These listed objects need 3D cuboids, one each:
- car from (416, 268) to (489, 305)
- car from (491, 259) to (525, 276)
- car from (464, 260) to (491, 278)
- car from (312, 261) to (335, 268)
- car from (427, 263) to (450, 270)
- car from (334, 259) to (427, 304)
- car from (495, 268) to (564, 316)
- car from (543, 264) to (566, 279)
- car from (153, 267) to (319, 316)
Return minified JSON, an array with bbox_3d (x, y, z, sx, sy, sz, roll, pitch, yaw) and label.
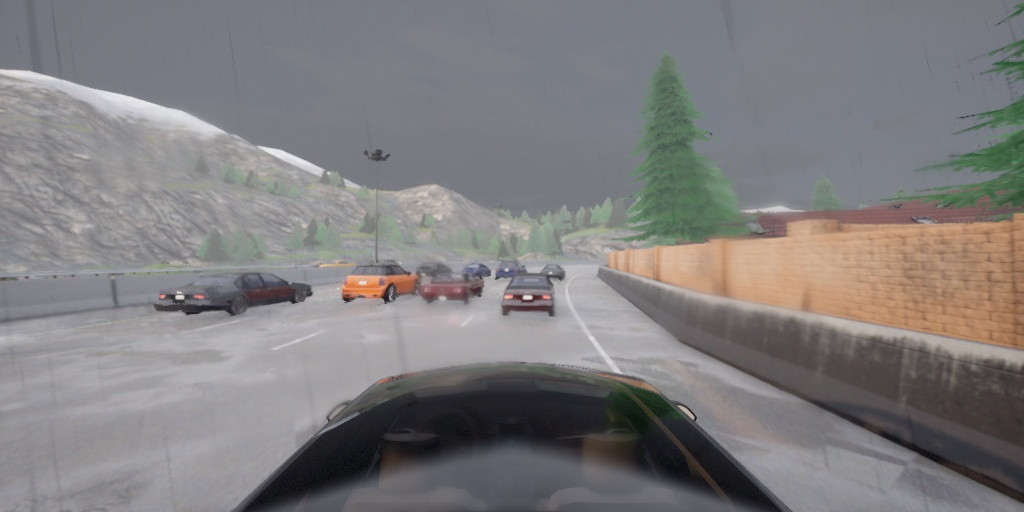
[{"bbox_3d":[-2.510,1.391,16.386,1.895,1.301,4.718,0,0,6],"label":"car"},{"bbox_3d":[0.004,1.200,31.765,2.097,1.767,4.553,0,0,12],"label":"car"},{"bbox_3d":[-3.266,1.368,33.285,1.812,1.442,4.674,0,0,12],"label":"car"},{"bbox_3d":[-22.150,1.299,45.165,1.882,1.535,5.008,0,0,15],"label":"car"},{"bbox_3d":[-6.975,1.333,32.662,1.837,1.490,4.892,0,0,12],"label":"car"},{"bbox_3d":[-5.942,1.133,16.902,2.097,1.767,4.553,0,0,6],"label":"car"},{"bbox_3d":[0.707,1.338,13.566,2.033,1.411,5.357,0,0,5],"label":"car"},{"bbox_3d":[3.735,1.426,32.460,1.994,1.385,4.181,0,0,13],"label":"car"},{"bbox_3d":[-9.841,1.304,13.344,2.033,1.411,5.357,0,0,5],"label":"car"}]
